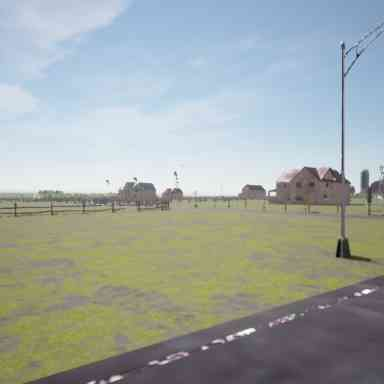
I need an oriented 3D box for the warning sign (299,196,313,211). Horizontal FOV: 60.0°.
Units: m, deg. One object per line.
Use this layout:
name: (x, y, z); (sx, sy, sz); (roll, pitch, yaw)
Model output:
warning sign: (14.188, 1.468, 41.370); (1.300, 1.860, 1.060); (2, -1, -36)
